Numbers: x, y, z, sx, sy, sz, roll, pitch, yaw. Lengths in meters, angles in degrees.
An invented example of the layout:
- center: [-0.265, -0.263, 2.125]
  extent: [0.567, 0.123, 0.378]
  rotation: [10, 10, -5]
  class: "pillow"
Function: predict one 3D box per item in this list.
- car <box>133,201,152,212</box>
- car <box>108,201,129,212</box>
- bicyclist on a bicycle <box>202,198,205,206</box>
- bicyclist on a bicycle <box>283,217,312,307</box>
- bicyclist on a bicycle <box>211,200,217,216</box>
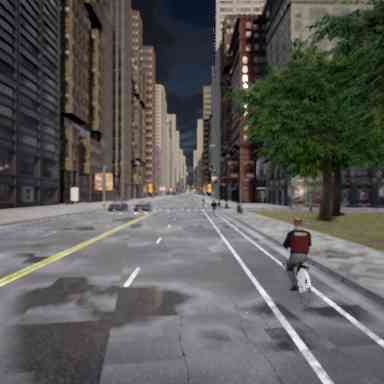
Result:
- center: [-6.528, 1.938, 44.648]
  extent: [2.033, 1.411, 5.357]
  rotation: [0, -1, 1]
  class: "car"
- center: [-9.778, 1.938, 44.665]
  extent: [2.033, 1.411, 5.357]
  rotation: [0, -1, 1]
  class: "car"
- center: [2.259, 2.037, 64.693]
  extent: [0.582, 1.620, 1.656]
  rotation: [0, -1, 0]
  class: "bicyclist on a bicycle"
- center: [2.252, 1.426, 7.264]
  extent: [0.659, 1.776, 1.843]
  rotation: [0, 0, 0]
  class: "bicyclist on a bicycle"
- center: [2.255, 1.660, 34.332]
  extent: [0.659, 1.776, 1.843]
  rotation: [0, 0, 0]
  class: "bicyclist on a bicycle"
